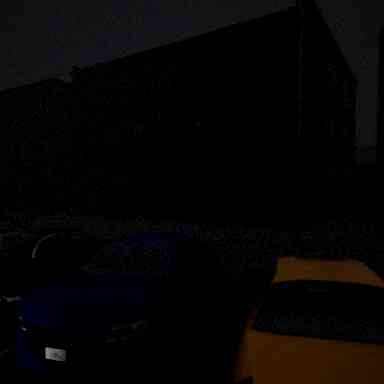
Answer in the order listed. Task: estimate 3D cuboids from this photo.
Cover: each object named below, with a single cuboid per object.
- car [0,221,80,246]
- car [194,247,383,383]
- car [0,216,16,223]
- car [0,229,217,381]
[{"bbox_3d":[-3.299,1.549,7.721,2.231,1.521,4.892,-1,-1,15],"label":"car"},{"bbox_3d":[1.677,1.492,4.430,1.946,1.575,5.366,-1,-1,15],"label":"car"},{"bbox_3d":[-5.783,1.450,9.440,2.185,1.767,4.553,-1,-1,14],"label":"car"},{"bbox_3d":[-0.818,1.520,6.002,2.097,1.535,5.008,0,-1,15],"label":"car"}]
